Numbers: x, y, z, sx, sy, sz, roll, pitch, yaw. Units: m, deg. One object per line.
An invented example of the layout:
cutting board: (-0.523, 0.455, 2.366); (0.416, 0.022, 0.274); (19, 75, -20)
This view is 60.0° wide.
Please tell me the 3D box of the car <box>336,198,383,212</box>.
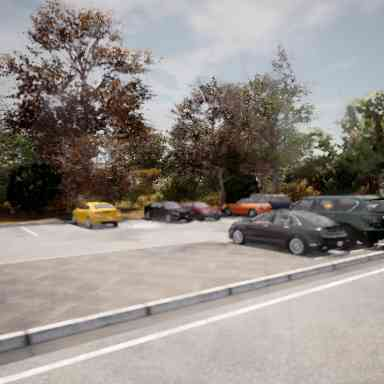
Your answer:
car: (20.805, 1.576, 41.411); (2.163, 1.488, 4.792); (0, 0, -36)

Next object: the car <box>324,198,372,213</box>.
car: (18.574, 1.562, 39.743); (2.163, 1.488, 4.792); (0, 0, -36)

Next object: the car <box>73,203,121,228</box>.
car: (-6.368, 1.433, 21.960); (2.097, 1.535, 5.008); (0, 0, -35)

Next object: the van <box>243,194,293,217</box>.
van: (7.161, 1.233, 31.760); (1.878, 1.987, 4.442); (0, 0, -36)

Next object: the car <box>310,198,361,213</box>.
car: (16.295, 1.517, 38.142); (2.097, 1.535, 5.008); (0, 0, -36)

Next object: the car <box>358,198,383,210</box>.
car: (25.354, 1.582, 44.625); (2.097, 1.535, 5.008); (0, 0, -36)

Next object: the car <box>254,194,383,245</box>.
car: (5.735, 1.178, 14.566); (2.435, 2.045, 5.566); (0, 0, -35)

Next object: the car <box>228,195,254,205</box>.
car: (4.983, 1.322, 30.024); (2.185, 1.767, 4.553); (0, 0, -36)

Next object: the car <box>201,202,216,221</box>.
car: (0.431, 1.472, 26.816); (2.002, 1.452, 4.674); (0, 0, -35)

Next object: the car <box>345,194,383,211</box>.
car: (23.102, 1.311, 42.986); (2.435, 2.045, 5.566); (0, 0, -36)

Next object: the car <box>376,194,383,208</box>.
car: (29.897, 1.371, 47.848); (2.435, 2.045, 5.566); (1, 0, -36)

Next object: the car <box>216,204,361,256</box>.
car: (3.474, 1.431, 12.912); (2.231, 1.521, 4.892); (0, 0, -35)

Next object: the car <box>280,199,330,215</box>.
car: (11.762, 1.528, 34.902); (2.002, 1.452, 4.674); (0, 0, -36)

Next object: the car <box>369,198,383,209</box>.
car: (27.516, 1.640, 46.176); (2.002, 1.452, 4.674); (0, 0, -36)

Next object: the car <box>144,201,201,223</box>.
car: (-1.840, 1.428, 25.201); (2.097, 1.535, 5.008); (0, 0, -35)

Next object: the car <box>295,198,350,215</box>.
car: (14.134, 1.500, 36.374); (1.946, 1.575, 5.366); (0, 0, -36)
